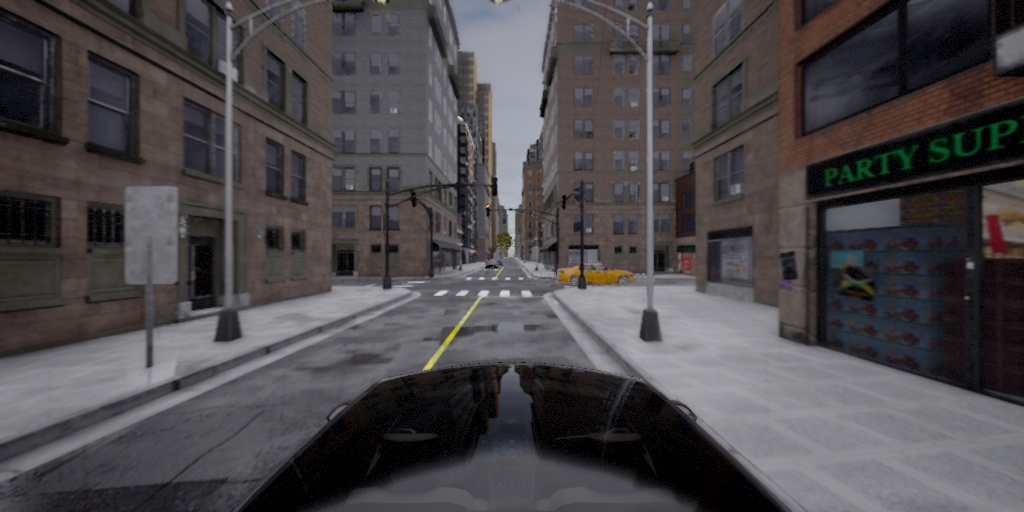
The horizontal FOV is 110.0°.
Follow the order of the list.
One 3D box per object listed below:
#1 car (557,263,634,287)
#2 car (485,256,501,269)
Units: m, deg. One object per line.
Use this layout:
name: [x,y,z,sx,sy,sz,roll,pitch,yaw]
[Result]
car: [5.522,1.204,23.851,5.008,1.535,1.882,0,0,0]
car: [-3.054,1.213,54.577,1.837,1.490,4.892,0,0,0]
